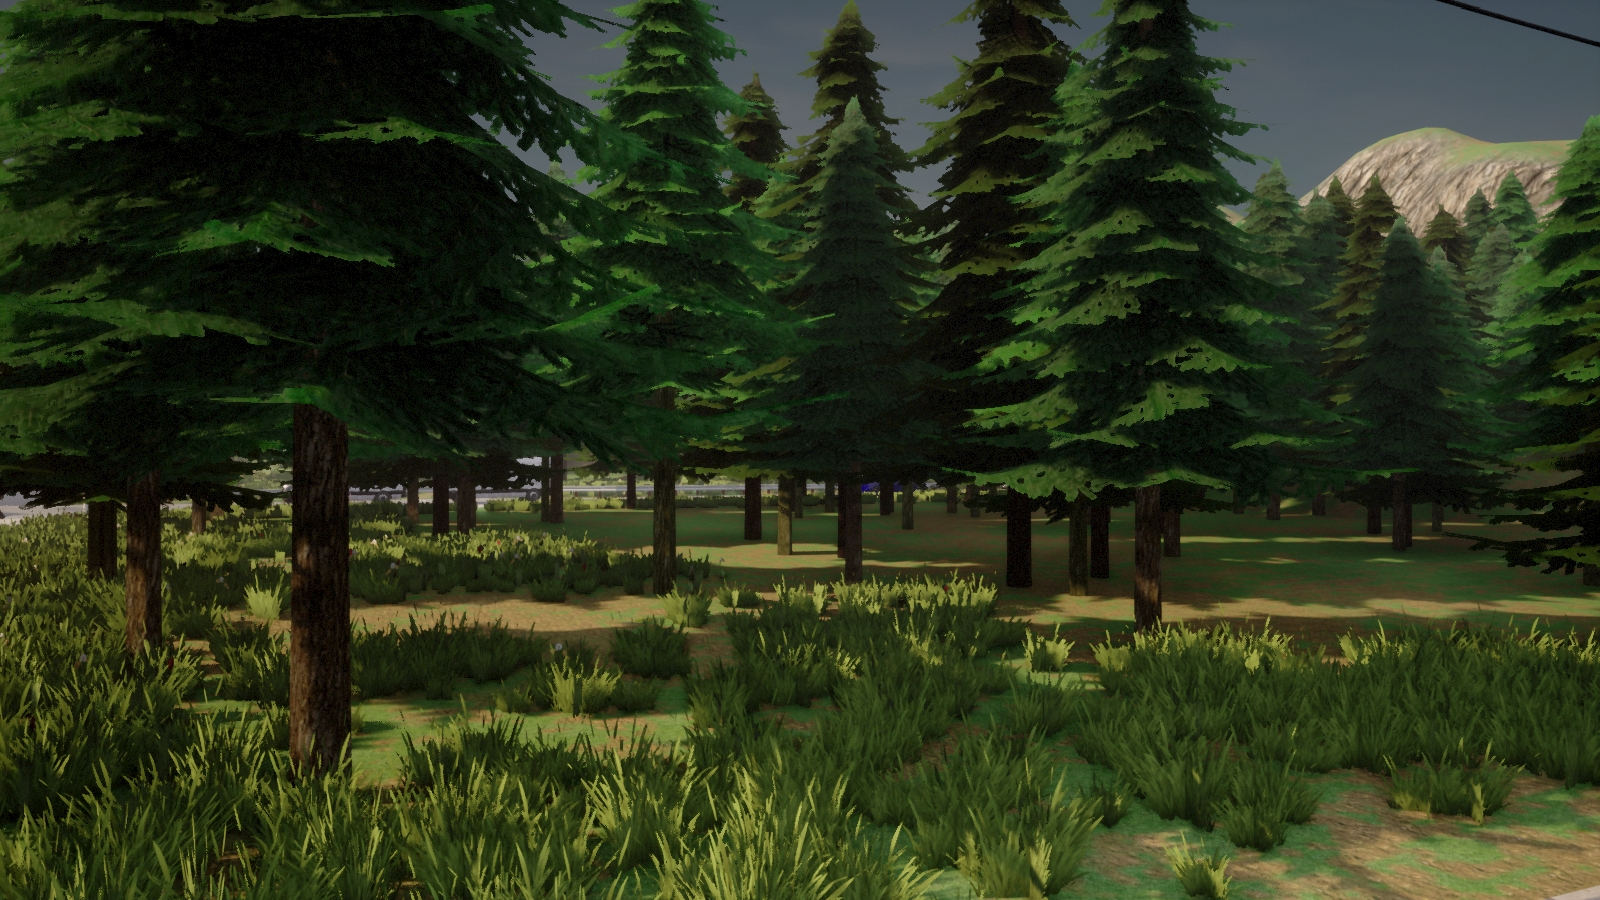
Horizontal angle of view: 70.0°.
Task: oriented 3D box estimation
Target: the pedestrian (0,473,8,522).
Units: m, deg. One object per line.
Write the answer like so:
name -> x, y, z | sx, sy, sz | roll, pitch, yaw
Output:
pedestrian -> -30.970, 1.843, 44.272 | 0.375, 1.860, 0.375 | 0, 0, -25
